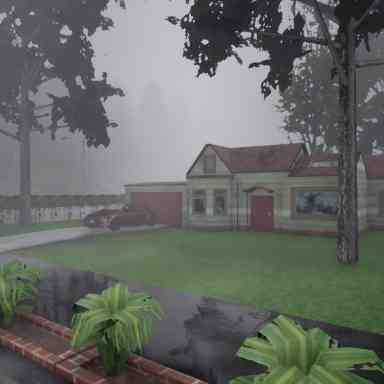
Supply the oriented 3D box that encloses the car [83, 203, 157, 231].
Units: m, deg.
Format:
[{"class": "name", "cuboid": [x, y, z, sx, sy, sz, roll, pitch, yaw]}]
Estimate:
[{"class": "car", "cuboid": [-3.872, 1.300, 18.374, 1.994, 1.381, 4.181, 0, 0, 35]}]
